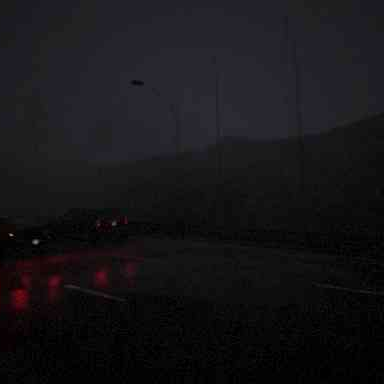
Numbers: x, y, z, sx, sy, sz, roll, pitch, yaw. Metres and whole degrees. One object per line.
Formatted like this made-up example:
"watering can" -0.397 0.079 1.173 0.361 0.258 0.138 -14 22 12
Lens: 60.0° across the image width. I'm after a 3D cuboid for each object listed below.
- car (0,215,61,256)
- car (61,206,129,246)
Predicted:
"car" -7.644 1.662 13.647 4.674 1.442 1.812 0 0 36
"car" -5.232 1.484 16.222 4.553 1.767 2.097 -1 0 36
